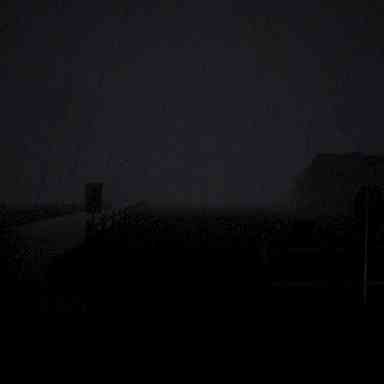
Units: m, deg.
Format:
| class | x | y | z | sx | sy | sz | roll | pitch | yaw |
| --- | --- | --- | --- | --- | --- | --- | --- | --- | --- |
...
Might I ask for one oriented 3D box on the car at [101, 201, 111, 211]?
| class | x | y | z | sx | sy | sz | roll | pitch | yaw |
| --- | --- | --- | --- | --- | --- | --- | --- | --- | --- |
| car | -13.690 | 2.104 | 51.507 | 2.033 | 1.411 | 5.357 | 1 | -1 | -6 |
